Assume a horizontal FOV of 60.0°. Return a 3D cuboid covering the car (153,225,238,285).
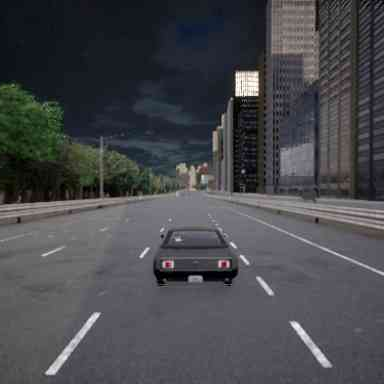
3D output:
[{"bbox_3d":[0.034,1.601,9.447,1.895,1.301,4.718,0,0,-1],"label":"car"}]
